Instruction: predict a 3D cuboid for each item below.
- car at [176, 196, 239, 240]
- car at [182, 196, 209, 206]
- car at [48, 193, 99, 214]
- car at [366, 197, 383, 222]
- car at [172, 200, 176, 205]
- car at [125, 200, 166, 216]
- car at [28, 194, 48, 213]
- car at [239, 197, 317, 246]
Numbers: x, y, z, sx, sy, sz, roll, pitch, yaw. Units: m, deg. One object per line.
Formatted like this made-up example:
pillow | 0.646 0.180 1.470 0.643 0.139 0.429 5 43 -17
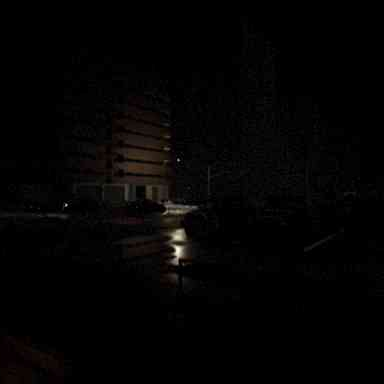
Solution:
car | 1.472 1.137 16.051 1.932 1.855 4.605 0 0 34
car | 0.661 1.415 52.680 1.882 1.535 5.008 0 0 34
car | -11.867 1.292 34.126 2.097 1.767 4.553 0 0 34
car | 15.863 1.389 27.341 1.970 1.475 3.806 0 0 34
car | -1.386 1.532 55.886 1.895 1.301 4.718 0 0 34
car | -4.464 1.479 32.269 1.812 1.442 4.674 0 0 34
car | -14.783 1.153 36.065 2.150 2.045 5.566 0 0 34
car | 3.840 1.146 14.385 1.905 1.878 3.866 0 0 34
